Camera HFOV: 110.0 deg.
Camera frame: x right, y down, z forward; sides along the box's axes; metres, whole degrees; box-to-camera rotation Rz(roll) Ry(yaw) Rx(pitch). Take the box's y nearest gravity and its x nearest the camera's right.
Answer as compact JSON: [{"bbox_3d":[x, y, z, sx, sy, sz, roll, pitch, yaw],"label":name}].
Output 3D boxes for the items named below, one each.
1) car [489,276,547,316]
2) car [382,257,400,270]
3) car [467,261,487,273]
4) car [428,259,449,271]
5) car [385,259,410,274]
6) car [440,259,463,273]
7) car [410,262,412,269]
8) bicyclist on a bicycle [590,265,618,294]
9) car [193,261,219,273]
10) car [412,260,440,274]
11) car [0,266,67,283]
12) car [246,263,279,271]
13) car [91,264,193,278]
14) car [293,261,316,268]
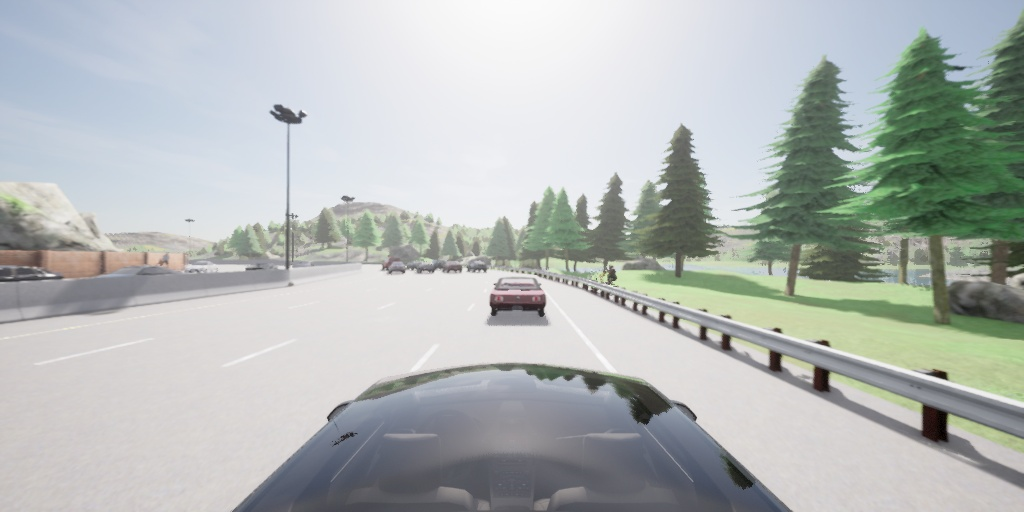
[{"bbox_3d":[0.204,1.414,13.724,1.895,1.301,4.718,0,0,1],"label":"car"},{"bbox_3d":[-18.125,1.170,54.204,2.150,2.045,5.566,0,0,-29],"label":"car"},{"bbox_3d":[-4.827,1.481,49.282,1.837,1.490,4.892,0,0,-21],"label":"car"},{"bbox_3d":[-11.765,1.341,57.138,2.097,1.767,4.553,0,0,-29],"label":"car"},{"bbox_3d":[-14.188,1.461,44.280,2.033,1.411,5.357,0,0,-21],"label":"car"},{"bbox_3d":[-7.910,1.432,47.510,1.882,1.535,5.008,0,0,-21],"label":"car"},{"bbox_3d":[-14.947,1.461,55.671,2.128,1.511,4.902,0,0,-29],"label":"car"},{"bbox_3d":[5.437,1.225,20.367,1.656,1.620,0.582,36,-21,14],"label":"bicyclist on a bicycle"},{"bbox_3d":[-35.265,1.341,40.925,1.812,1.442,4.674,0,-1,-21],"label":"car"},{"bbox_3d":[-11.083,1.426,45.973,2.128,1.511,4.902,0,0,-21],"label":"car"},{"bbox_3d":[-24.548,1.237,16.916,1.837,1.490,4.892,0,0,0],"label":"car"},{"bbox_3d":[-27.581,1.438,39.723,1.895,1.301,4.718,0,0,-17],"label":"car"},{"bbox_3d":[-21.085,1.288,20.240,1.812,1.442,4.674,0,0,-2],"label":"car"},{"bbox_3d":[-25.051,1.359,43.383,2.128,1.511,4.902,0,0,-19],"label":"car"}]
